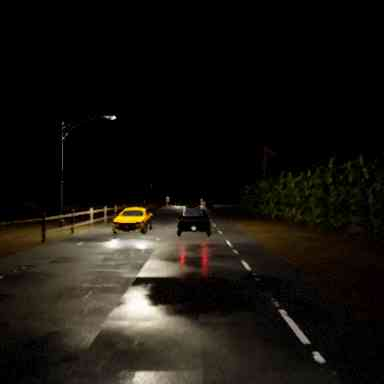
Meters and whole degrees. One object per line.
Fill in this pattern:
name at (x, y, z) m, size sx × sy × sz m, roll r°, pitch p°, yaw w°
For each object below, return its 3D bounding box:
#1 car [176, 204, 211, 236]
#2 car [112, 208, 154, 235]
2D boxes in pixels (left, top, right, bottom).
car at (0.093, 1.736, 20.116) m, size 2.128 × 1.511 × 4.902 m, roll 0°, pitch -1°, yaw 0°
car at (-3.560, 1.732, 20.731) m, size 1.882 × 1.535 × 5.008 m, roll 0°, pitch -1°, yaw 0°
